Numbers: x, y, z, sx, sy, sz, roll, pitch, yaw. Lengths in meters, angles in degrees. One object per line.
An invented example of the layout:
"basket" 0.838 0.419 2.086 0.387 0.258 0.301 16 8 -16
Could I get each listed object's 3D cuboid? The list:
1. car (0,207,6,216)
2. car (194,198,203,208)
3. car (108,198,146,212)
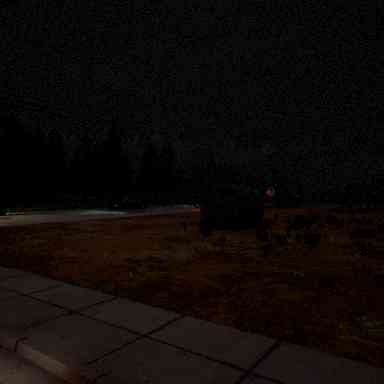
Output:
"car" -17.840 1.574 26.360 2.033 1.411 5.357 0 0 36
"car" 2.195 1.532 47.239 1.837 1.490 4.892 0 0 36
"car" -7.752 1.504 39.996 1.882 1.535 5.008 0 0 37
